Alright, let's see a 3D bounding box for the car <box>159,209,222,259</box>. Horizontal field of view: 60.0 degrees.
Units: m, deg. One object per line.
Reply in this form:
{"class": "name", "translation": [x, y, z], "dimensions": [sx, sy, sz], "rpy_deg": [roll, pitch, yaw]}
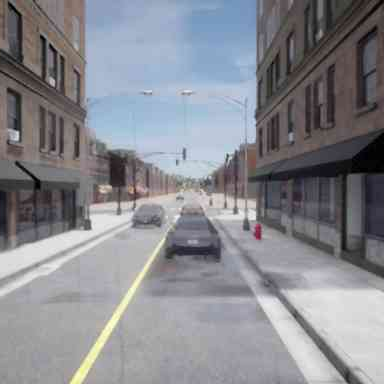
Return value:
{"class": "car", "translation": [0.052, 1.589, 12.807], "dimensions": [1.994, 1.385, 4.181], "rpy_deg": [0, 0, 1]}

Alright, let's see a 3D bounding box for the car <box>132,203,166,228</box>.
{"class": "car", "translation": [-2.788, 1.525, 22.333], "dimensions": [1.837, 1.490, 4.892], "rpy_deg": [0, 0, 1]}

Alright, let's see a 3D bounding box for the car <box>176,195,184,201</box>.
{"class": "car", "translation": [-2.727, 1.326, 76.524], "dimensions": [1.895, 1.301, 4.718], "rpy_deg": [0, 0, 0]}

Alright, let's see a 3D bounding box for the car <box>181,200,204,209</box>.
{"class": "car", "translation": [0.041, 1.612, 26.794], "dimensions": [1.895, 1.301, 4.718], "rpy_deg": [0, 0, 1]}
